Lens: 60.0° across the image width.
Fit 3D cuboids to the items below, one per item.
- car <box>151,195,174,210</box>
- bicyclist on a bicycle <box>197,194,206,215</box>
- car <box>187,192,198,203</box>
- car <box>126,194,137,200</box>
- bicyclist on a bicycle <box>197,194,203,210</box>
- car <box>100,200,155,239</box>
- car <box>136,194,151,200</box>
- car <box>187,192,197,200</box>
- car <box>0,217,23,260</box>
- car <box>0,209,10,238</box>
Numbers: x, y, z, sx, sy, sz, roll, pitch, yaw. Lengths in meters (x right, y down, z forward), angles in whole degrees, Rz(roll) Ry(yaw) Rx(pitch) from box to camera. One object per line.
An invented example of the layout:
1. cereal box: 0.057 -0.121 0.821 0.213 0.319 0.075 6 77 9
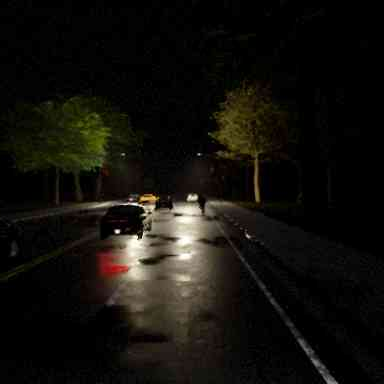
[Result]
1. car: -3.122 1.207 38.198 2.128 1.511 4.902 0 0 0
2. bicyclist on a bicycle: 0.913 1.161 28.145 0.659 1.776 1.843 0 1 0
3. car: 0.143 1.112 57.003 1.812 1.442 4.674 0 0 0
4. car: -9.760 1.083 56.080 2.128 1.511 4.902 0 0 1
5. bicyclist on a bicycle: 0.920 1.085 38.261 0.659 1.776 1.843 0 1 0
6. car: -3.139 1.383 16.433 1.837 1.490 4.892 0 0 0
7. car: -6.543 1.113 49.458 1.882 1.535 5.008 0 0 0
8. car: 0.056 0.842 73.768 2.097 1.767 4.553 0 0 0
9. car: -6.591 1.436 9.237 1.837 1.490 4.892 0 0 0
10. car: -9.837 1.498 13.859 1.895 1.301 4.718 0 0 0
